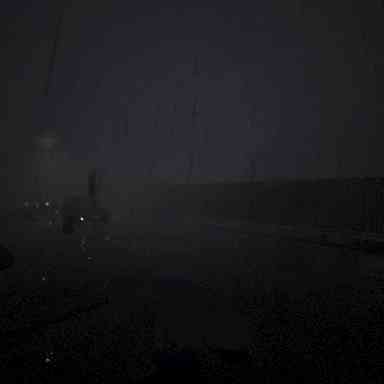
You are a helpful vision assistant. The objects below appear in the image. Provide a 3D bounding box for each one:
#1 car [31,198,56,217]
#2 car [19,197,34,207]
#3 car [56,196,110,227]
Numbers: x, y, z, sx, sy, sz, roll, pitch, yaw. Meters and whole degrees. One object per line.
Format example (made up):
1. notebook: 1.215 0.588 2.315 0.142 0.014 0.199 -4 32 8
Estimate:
1. car: -13.697 1.585 32.276 2.128 1.511 4.902 1 0 -35
2. car: -19.823 1.446 40.913 2.097 1.767 4.553 1 0 -35
3. car: -7.814 1.315 24.026 2.150 2.045 5.566 1 0 -36
